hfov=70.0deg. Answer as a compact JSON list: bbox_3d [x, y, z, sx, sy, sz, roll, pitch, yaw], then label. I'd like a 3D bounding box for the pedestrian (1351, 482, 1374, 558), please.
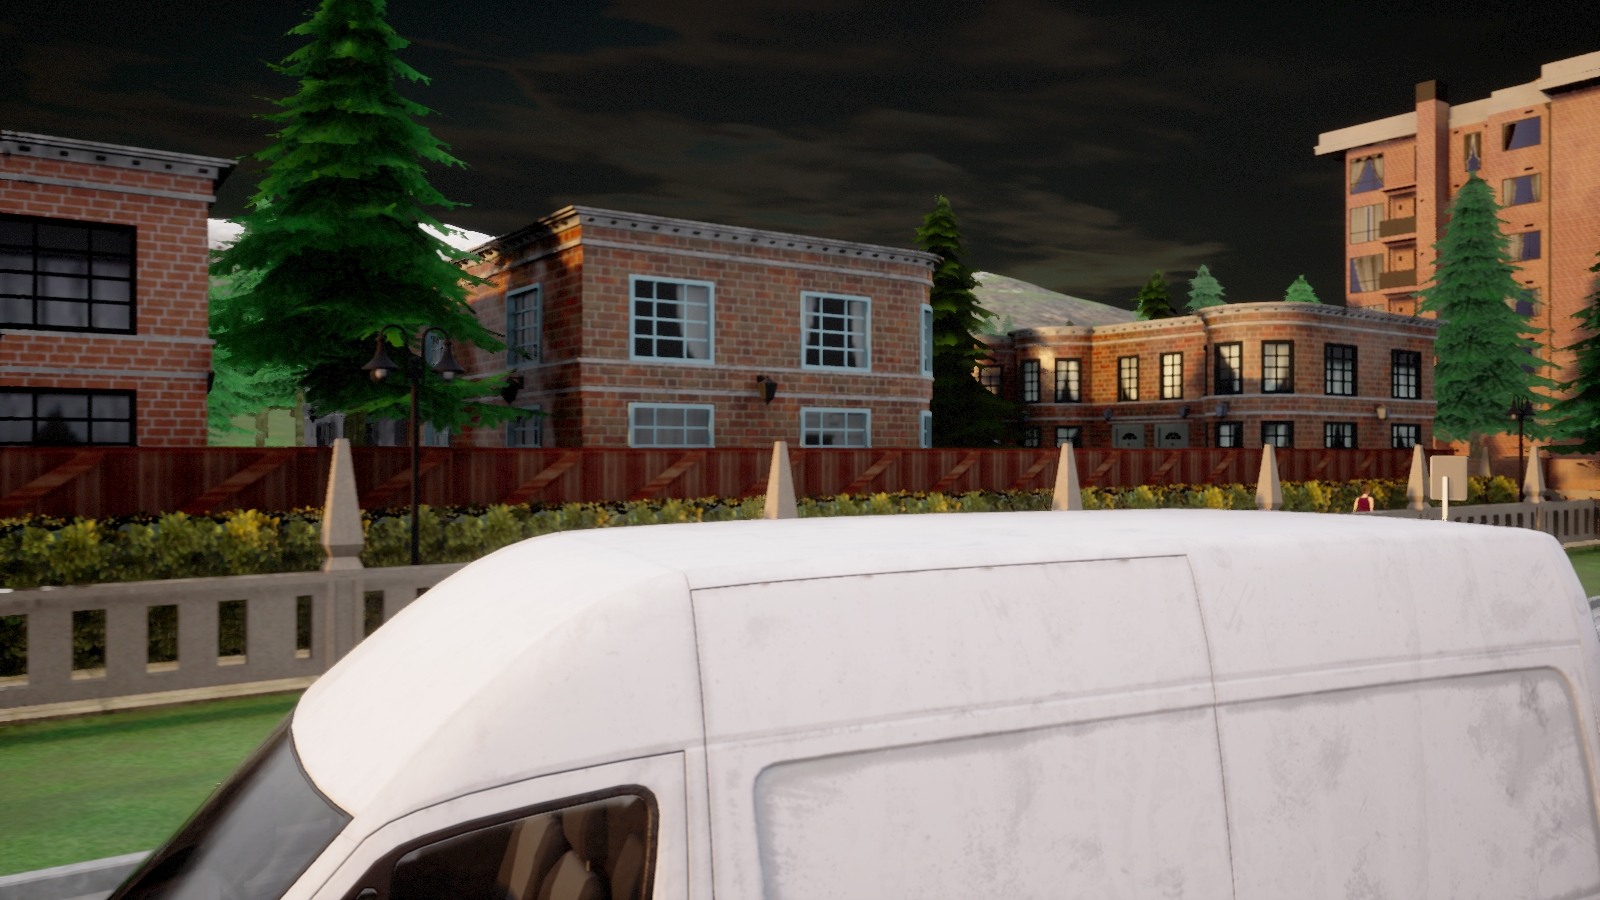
[{"bbox_3d":[13.952,1.719,28.342,0.375,1.860,0.375,0,0,-35],"label":"pedestrian"}]

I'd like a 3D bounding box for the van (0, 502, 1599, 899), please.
[{"bbox_3d":[-0.079,1.537,3.611,5.915,2.561,1.988,0,0,-24],"label":"van"}]
